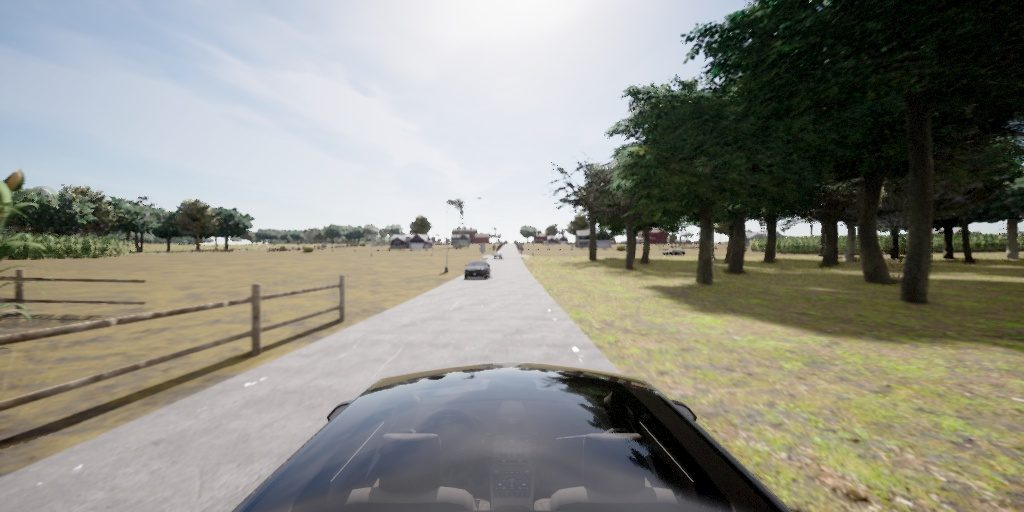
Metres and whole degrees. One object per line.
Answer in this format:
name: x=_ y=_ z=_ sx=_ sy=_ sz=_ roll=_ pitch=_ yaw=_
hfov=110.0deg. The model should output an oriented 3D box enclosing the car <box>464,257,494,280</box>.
car: x=-2.842 y=1.074 z=29.938 sx=1.882 sy=1.535 sz=5.008 roll=0 pitch=1 yaw=0
